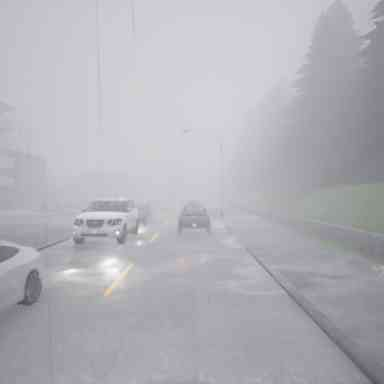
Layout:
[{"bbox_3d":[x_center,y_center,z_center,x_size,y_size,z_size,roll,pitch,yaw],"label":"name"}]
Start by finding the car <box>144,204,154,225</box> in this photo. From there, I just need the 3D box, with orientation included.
[{"bbox_3d":[-3.996,1.619,24.810,2.033,1.411,5.357,0,0,1],"label":"car"}]

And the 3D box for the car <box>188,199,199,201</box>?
[{"bbox_3d":[0.158,1.629,42.738,1.837,1.490,4.892,0,0,0],"label":"car"}]

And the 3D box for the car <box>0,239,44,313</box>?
[{"bbox_3d":[-4.086,1.541,5.409,1.812,1.442,4.674,0,0,0],"label":"car"}]

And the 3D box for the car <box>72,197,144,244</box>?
[{"bbox_3d":[-3.978,1.271,16.313,2.150,2.045,5.566,0,0,0],"label":"car"}]

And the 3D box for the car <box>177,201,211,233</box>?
[{"bbox_3d":[0.127,1.550,20.094,2.128,1.511,4.902,0,0,0],"label":"car"}]
